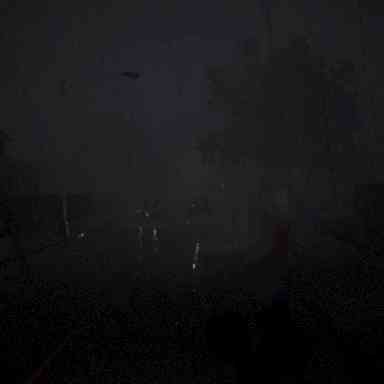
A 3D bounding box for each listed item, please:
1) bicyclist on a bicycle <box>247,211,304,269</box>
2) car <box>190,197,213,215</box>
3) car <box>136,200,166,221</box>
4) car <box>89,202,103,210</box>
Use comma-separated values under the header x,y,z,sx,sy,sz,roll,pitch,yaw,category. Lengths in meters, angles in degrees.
x,y,z,sx,sy,sz,roll,pitch,yaw,category
2.331,1.359,9.461,1.656,1.620,0.582,-6,0,2,bicyclist on a bicycle
0.959,1.290,32.773,2.097,1.767,4.553,0,0,2,car
-3.250,1.441,27.110,2.128,1.511,4.902,0,0,2,car
-11.933,1.290,33.986,5.357,1.415,2.033,0,0,4,car
